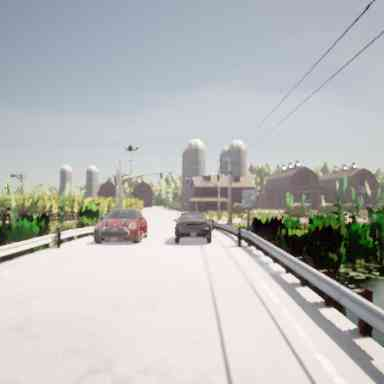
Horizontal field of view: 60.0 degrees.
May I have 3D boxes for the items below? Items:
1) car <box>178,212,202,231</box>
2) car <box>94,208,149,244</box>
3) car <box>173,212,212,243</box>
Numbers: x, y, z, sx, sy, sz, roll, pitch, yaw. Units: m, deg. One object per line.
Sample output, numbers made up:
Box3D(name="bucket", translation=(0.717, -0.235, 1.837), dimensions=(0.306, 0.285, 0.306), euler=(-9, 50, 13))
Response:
Box3D(name="car", translation=(-0.250, 2.493, 27.996), dimensions=(1.812, 1.442, 4.674), euler=(0, -5, -3))
Box3D(name="car", translation=(-3.534, 1.644, 17.281), dimensions=(2.097, 1.767, 4.553), euler=(0, -2, 0))
Box3D(name="car", translation=(0.042, 1.824, 17.819), dimensions=(1.837, 1.490, 4.892), euler=(0, -3, -1))
